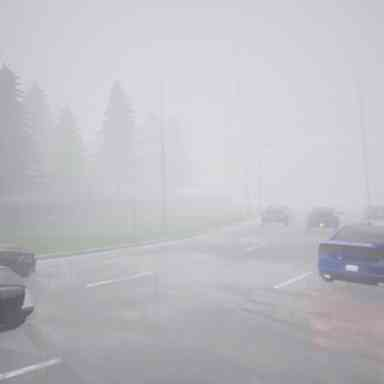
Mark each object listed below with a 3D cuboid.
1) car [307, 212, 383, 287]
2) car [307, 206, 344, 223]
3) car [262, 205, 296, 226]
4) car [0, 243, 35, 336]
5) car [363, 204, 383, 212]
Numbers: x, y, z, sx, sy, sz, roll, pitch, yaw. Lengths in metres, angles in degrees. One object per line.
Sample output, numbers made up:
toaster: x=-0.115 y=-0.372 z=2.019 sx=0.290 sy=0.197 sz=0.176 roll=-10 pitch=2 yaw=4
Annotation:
car: x=5.157 y=1.548 z=9.294 sx=1.882 sy=1.535 sz=5.008 roll=-1 pitch=-1 yaw=40
car: x=8.689 y=1.697 z=21.716 sx=1.837 sy=1.490 sz=4.892 roll=-1 pitch=-1 yaw=26
car: x=6.778 y=1.753 z=25.724 sx=2.128 sy=1.511 sz=4.902 roll=-1 pitch=-1 yaw=25
car: x=-4.856 y=1.717 z=4.647 sx=4.718 sy=1.301 sz=1.895 roll=0 pitch=-1 yaw=-34
car: x=15.773 y=1.750 z=28.390 sx=2.033 sy=1.411 sz=5.357 roll=-1 pitch=-1 yaw=25
